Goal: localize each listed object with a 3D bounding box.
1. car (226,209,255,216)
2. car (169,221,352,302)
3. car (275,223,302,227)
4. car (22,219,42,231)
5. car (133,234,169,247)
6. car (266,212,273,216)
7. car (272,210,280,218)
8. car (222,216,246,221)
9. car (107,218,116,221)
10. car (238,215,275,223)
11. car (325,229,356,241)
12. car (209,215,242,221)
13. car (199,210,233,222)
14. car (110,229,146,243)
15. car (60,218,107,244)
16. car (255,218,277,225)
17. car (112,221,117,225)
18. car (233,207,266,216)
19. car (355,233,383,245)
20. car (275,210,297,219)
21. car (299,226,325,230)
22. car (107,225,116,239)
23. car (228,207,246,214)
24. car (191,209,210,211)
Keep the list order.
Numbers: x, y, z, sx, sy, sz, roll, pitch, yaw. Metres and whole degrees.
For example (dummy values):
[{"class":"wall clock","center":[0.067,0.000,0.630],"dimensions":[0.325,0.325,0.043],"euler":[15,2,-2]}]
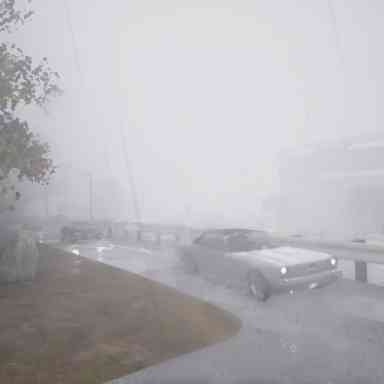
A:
[{"class":"car","center":[9.776,5.059,69.217],"dimensions":[5.366,1.575,1.946],"euler":[2,0,36]},{"class":"car","center":[1.370,1.654,8.672],"dimensions":[1.895,1.301,4.718],"euler":[-1,-1,-29]},{"class":"car","center":[11.461,4.455,37.164],"dimensions":[2.231,1.521,4.892],"euler":[0,0,36]},{"class":"car","center":[-20.087,4.199,41.661],"dimensions":[1.837,1.490,4.892],"euler":[-1,-3,-33]},{"class":"car","center":[-1.538,4.406,26.157],"dimensions":[2.435,2.045,5.566],"euler":[-1,1,36]},{"class":"car","center":[14.604,5.231,72.738],"dimensions":[4.674,1.452,2.002],"euler":[1,0,36]},{"class":"car","center":[17.102,5.250,74.445],"dimensions":[5.008,1.535,2.097],"euler":[1,0,36]},{"class":"car","center":[6.519,4.453,44.530],"dimensions":[2.231,1.521,4.892],"euler":[0,0,36]},{"class":"car","center":[-11.670,4.403,41.159],"dimensions":[2.435,2.045,5.566],"euler":[0,1,36]},{"class":"car","center":[8.185,4.327,42.095],"dimensions":[2.185,1.767,4.553],"euler":[0,0,36]},{"class":"car","center":[14.755,4.455,32.250],"dimensions":[2.097,1.535,5.008],"euler":[0,0,36]},{"class":"car","center":[4.866,4.492,46.983],"dimensions":[2.002,1.452,4.674],"euler":[0,0,36]},{"class":"car","center":[3.226,4.200,49.467],"dimensions":[2.435,2.045,5.566],"euler":[0,0,36]},{"class":"car","center":[-4.933,4.532,31.127],"dimensions":[2.185,1.767,4.553],"euler":[-1,1,36]},{"class":"car","center":[-7.754,2.656,22.934],"dimensions":[1.837,1.490,4.892],"euler":[-1,-3,-34]},{"class":"car","center":[9.711,4.450,39.461],"dimensions":[1.946,1.575,5.366],"euler":[0,0,36]},{"class":"car","center":[-8.269,4.529,36.193],"dimensions":[2.185,1.767,4.553],"euler":[0,1,36]},{"class":"car","center":[12.149,4.878,71.023],"dimensions":[5.566,2.045,2.435],"euler":[1,0,36]},{"class":"car","center":[16.513,4.453,29.942],"dimensions":[1.946,1.575,5.366],"euler":[0,0,36]},{"class":"car","center":[22.045,5.233,77.880],"dimensions":[4.553,1.767,2.185],"euler":[1,0,35]},{"class":"car","center":[13.124,4.484,34.728],"dimensions":[2.163,1.488,4.792],"euler":[0,0,36]},{"class":"car","center":[-6.626,4.531,33.637],"dimensions":[2.185,1.767,4.553],"euler":[-1,1,36]},{"class":"car","center":[12.556,5.267,93.415],"dimensions":[4.553,1.767,2.185],"euler":[0,-2,35]},{"class":"car","center":[1.409,5.144,85.687],"dimensions":[4.892,1.521,2.231],"euler":[0,-2,35]}]
